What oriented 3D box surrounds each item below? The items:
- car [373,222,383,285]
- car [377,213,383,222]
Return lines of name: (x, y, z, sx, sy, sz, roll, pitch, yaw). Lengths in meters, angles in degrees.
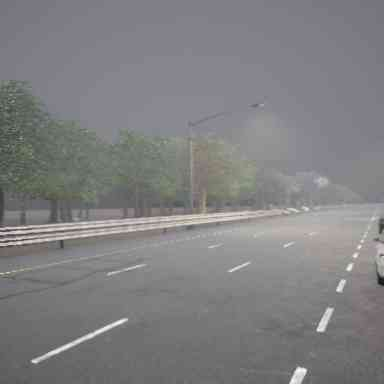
car: (6.535, 1.828, 9.894, 1.812, 1.442, 4.674, -2, -3, 30)
car: (15.215, 2.265, 25.178, 1.882, 1.535, 5.008, -2, -3, 30)
